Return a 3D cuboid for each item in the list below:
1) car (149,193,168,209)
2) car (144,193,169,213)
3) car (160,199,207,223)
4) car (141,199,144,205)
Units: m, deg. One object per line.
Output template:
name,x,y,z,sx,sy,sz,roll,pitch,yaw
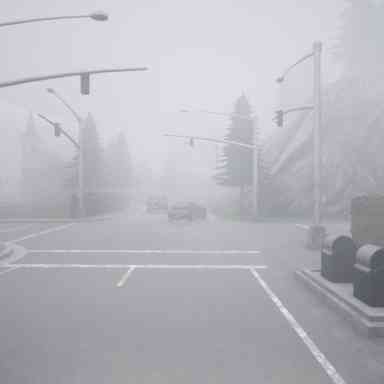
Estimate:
car,-4.814,1.221,47.490,2.150,2.045,5.566,0,0,-11
car,-3.756,1.221,37.202,2.150,2.045,5.566,0,0,-2
car,-0.274,1.491,25.466,2.128,1.511,4.902,1,0,19
car,-7.458,1.564,57.167,1.994,1.385,4.181,0,0,-20
